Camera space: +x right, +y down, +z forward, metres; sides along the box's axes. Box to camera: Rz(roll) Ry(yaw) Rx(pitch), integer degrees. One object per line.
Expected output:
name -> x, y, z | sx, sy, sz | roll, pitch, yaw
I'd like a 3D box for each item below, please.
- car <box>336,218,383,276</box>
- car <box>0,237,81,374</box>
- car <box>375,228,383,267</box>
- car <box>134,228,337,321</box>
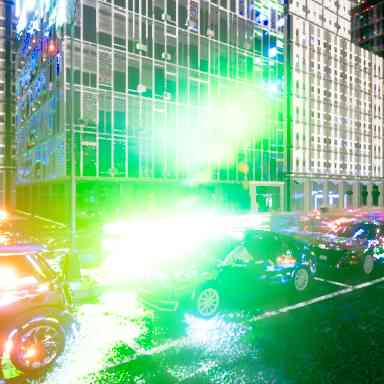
car -> 5.416, 1.544, 10.383 | 4.507, 1.381, 1.887 | 0, 0, -35
car -> -3.612, 1.440, 3.987 | 4.097, 1.590, 1.967 | 0, 0, -35
car -> 6.411, 1.564, 7.790 | 4.181, 1.385, 1.994 | 0, 0, -35
car -> 0.902, 1.550, 7.184 | 4.403, 1.369, 2.008 | 0, 0, -35
